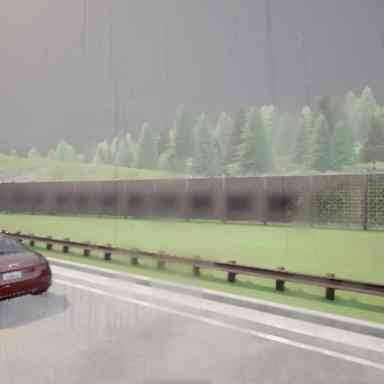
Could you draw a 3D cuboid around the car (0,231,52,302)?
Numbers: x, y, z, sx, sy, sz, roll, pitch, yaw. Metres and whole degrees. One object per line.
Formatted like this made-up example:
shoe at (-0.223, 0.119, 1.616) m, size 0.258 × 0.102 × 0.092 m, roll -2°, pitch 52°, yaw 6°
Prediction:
car at (-5.056, 1.573, 7.550) m, size 4.181 × 1.385 × 1.994 m, roll 0°, pitch 0°, yaw 36°
